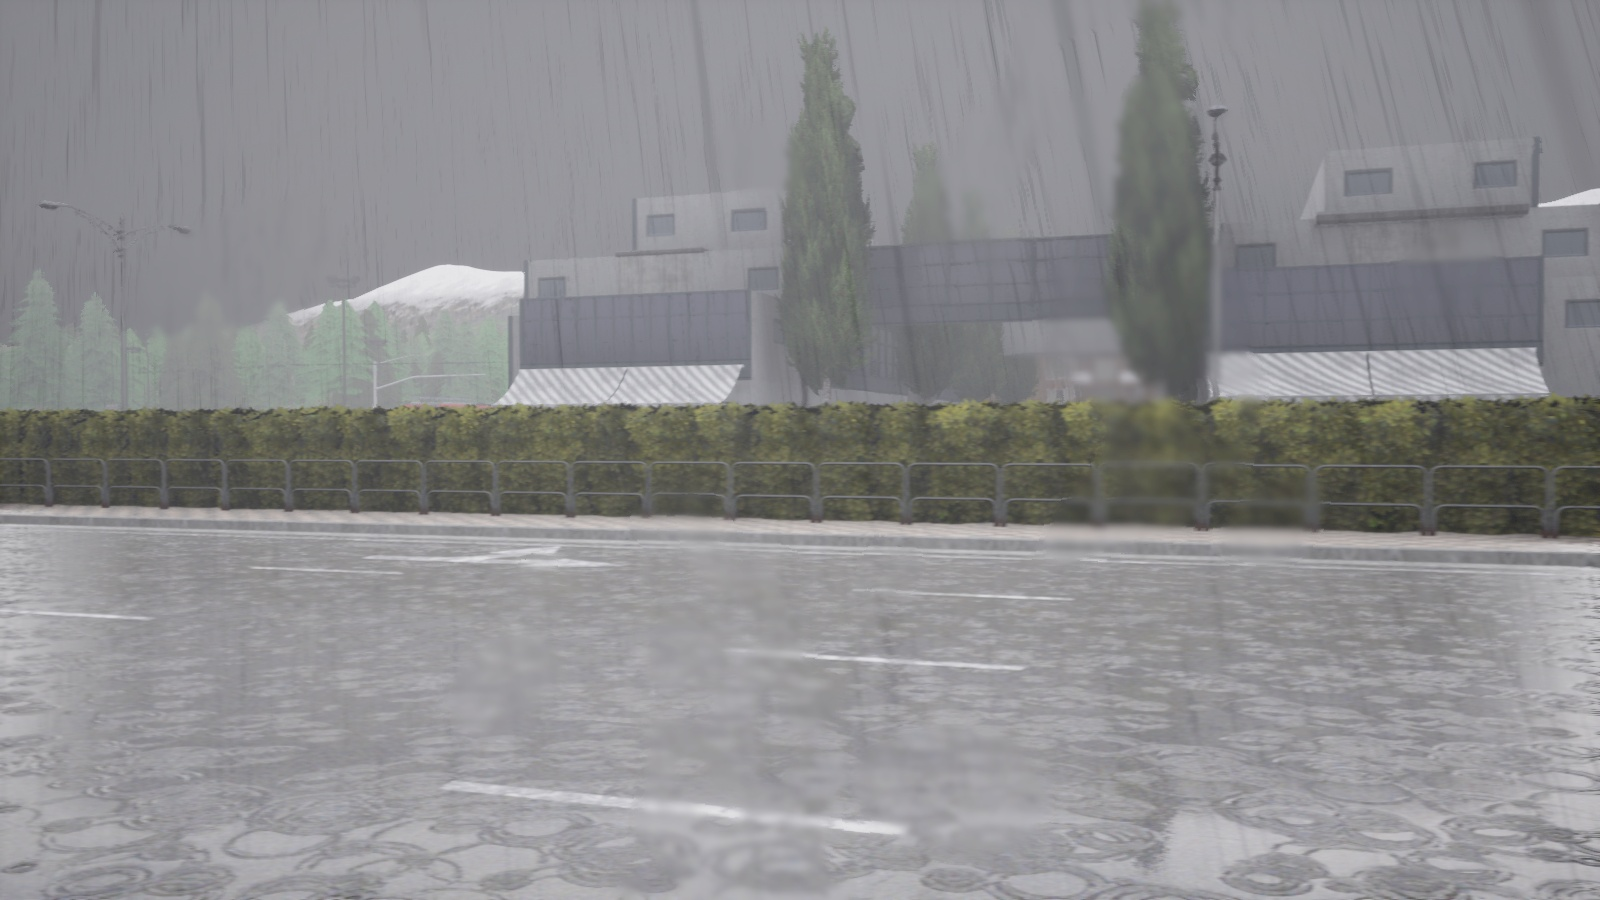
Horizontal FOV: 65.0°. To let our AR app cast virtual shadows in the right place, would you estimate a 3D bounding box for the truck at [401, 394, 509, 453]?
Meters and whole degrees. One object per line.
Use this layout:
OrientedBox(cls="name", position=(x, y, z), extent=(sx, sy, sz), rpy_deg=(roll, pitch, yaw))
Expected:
OrientedBox(cls="truck", position=(-23.280, -1.793, 85.365), extent=(2.891, 3.827, 8.468), rpy_deg=(1, 1, 18))
